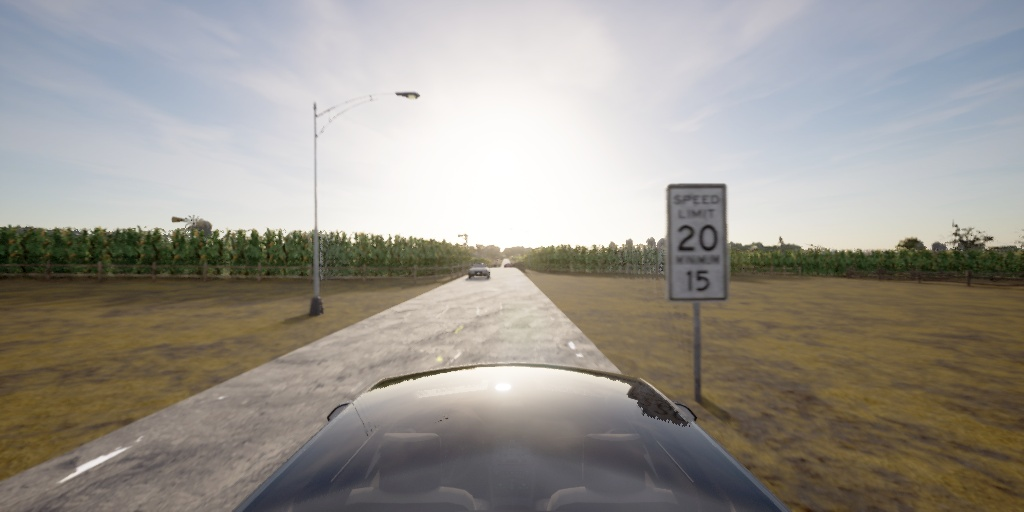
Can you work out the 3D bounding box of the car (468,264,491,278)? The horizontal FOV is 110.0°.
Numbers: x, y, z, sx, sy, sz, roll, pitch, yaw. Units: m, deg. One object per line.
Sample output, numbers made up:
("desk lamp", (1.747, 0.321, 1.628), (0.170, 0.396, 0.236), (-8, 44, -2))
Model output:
("car", (-3.137, 1.460, 35.266), (1.994, 1.385, 4.181), (-1, 0, -1))
